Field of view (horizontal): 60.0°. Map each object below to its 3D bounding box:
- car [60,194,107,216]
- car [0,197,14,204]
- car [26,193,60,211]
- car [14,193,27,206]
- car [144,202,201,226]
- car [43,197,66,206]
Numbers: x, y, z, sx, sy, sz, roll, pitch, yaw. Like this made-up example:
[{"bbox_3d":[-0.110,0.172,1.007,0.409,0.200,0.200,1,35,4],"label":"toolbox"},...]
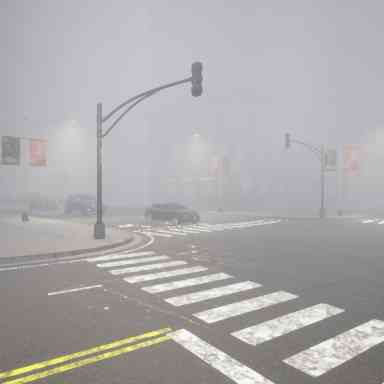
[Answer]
[{"bbox_3d":[-10.662,1.210,33.036,2.150,2.045,5.566,0,0,-45],"label":"car"},{"bbox_3d":[-33.657,1.533,60.975,1.994,1.385,4.181,0,0,-45],"label":"car"},{"bbox_3d":[-18.141,1.334,40.546,2.097,1.767,4.553,0,0,-45],"label":"car"},{"bbox_3d":[-26.077,1.200,53.379,5.566,2.045,2.150,0,0,45],"label":"car"},{"bbox_3d":[-1.491,1.497,23.830,1.837,1.490,4.892,0,0,-45],"label":"car"},{"bbox_3d":[-22.447,1.548,54.345,4.181,1.385,1.994,0,0,45],"label":"car"}]
